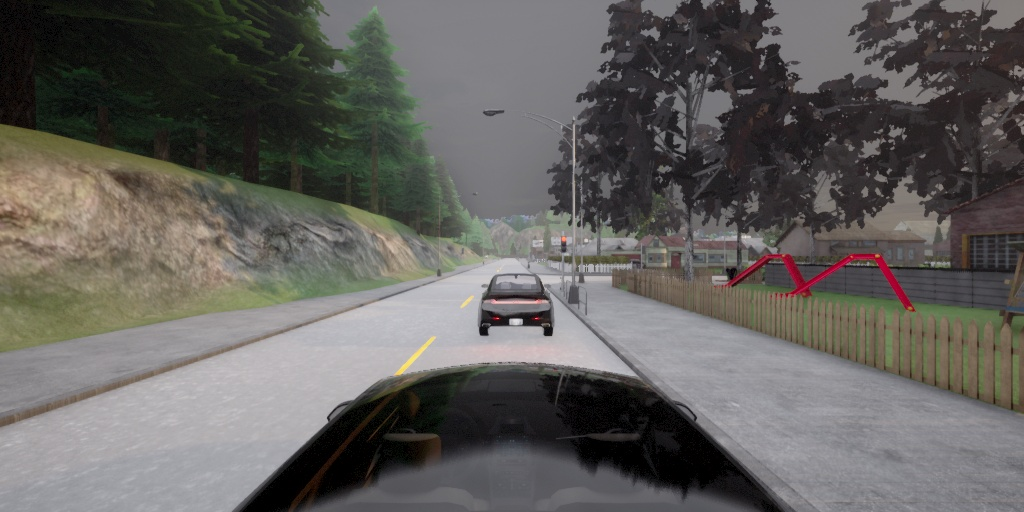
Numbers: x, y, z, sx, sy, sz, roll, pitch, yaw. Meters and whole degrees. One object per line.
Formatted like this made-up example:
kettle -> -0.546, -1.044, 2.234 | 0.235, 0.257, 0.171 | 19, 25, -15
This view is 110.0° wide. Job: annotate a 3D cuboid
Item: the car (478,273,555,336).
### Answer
car -> 0.118, 1.241, 10.332 | 2.128, 1.511, 4.902 | 0, 0, 1
